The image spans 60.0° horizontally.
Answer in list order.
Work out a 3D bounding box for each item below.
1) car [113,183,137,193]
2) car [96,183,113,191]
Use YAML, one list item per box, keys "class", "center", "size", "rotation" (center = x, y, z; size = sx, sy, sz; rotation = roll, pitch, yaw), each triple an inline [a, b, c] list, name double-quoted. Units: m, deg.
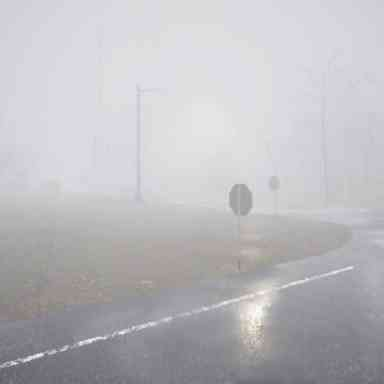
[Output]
- class: "car"
  center: [-10.209, -0.665, 52.875]
  size: [1.882, 1.535, 5.008]
  rotation: [-1, 3, -36]
- class: "car"
  center: [-16.044, -0.987, 61.000]
  size: [1.882, 1.535, 5.008]
  rotation: [-1, 2, -36]
